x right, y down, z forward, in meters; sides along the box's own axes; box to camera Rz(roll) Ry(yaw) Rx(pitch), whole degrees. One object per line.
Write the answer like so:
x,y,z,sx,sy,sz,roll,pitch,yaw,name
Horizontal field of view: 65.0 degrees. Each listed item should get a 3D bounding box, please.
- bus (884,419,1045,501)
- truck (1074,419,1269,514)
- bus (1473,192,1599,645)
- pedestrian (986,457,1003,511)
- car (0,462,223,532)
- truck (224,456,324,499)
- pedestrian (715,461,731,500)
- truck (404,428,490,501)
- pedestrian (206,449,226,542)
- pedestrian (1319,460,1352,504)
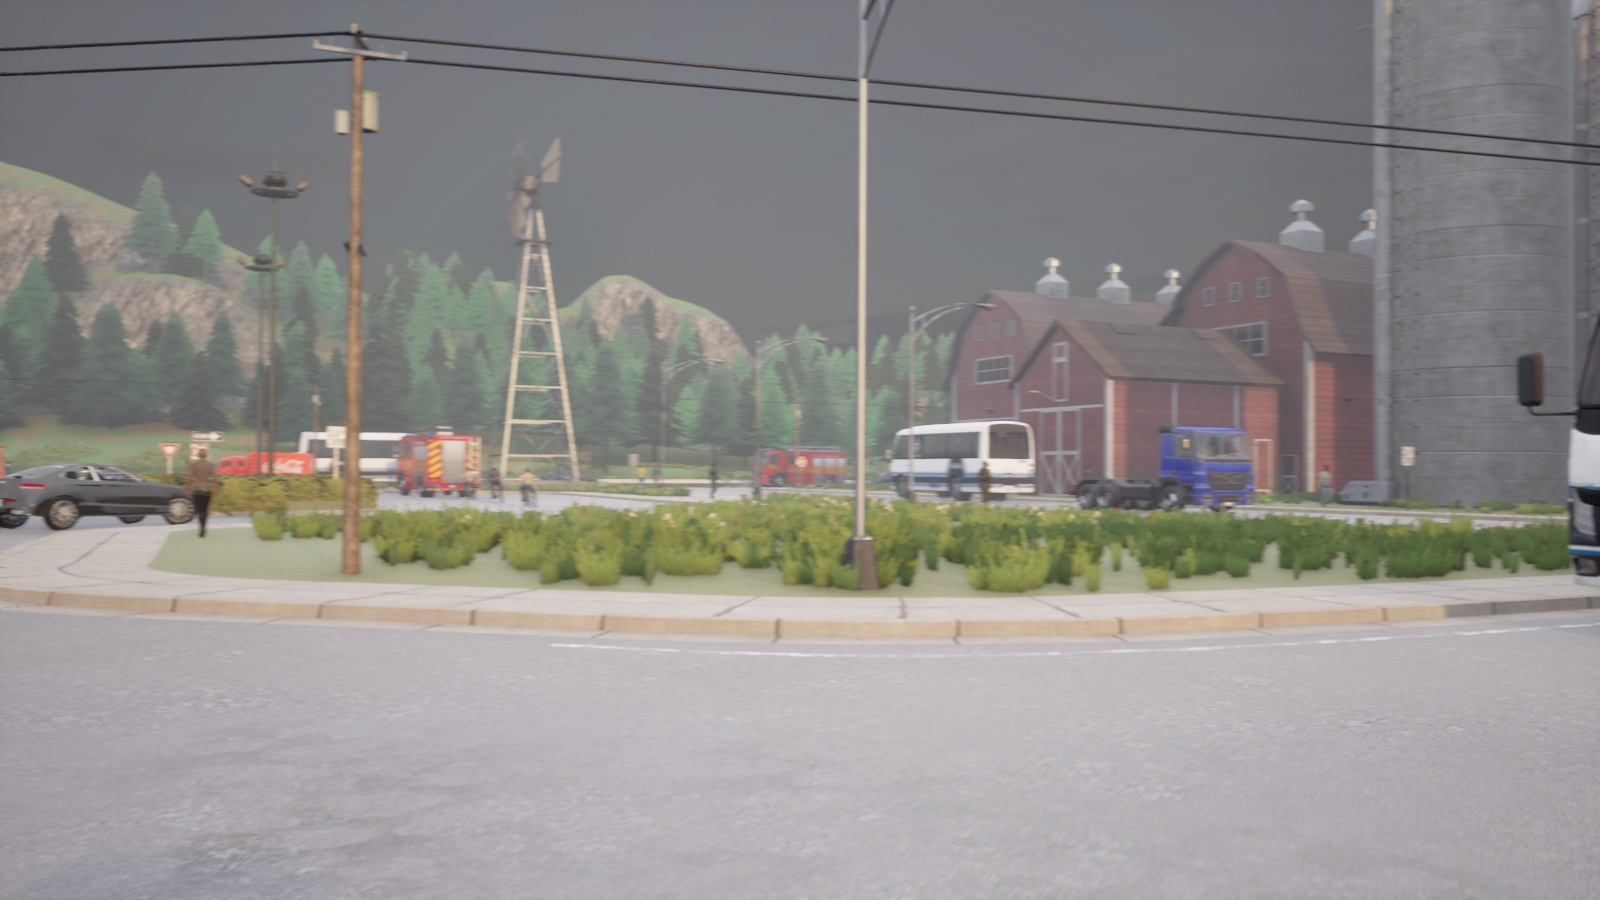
8.970,0.618,70.337,3.944,4.253,10.273,0,-1,-25,bus
14.653,0.670,50.270,2.891,3.462,7.936,0,-1,-25,truck
12.482,-0.348,13.217,10.273,4.253,3.944,-1,-1,-24,bus
7.092,1.237,45.770,0.395,1.930,0.692,0,-1,-10,pedestrian
-17.726,1.151,32.295,2.152,1.651,5.027,-1,-1,26,car
-31.395,1.629,75.118,5.204,2.467,2.627,1,-1,-16,truck
-3.838,1.532,62.589,0.666,1.930,0.402,-1,-1,43,pedestrian
-19.923,0.854,70.478,2.891,3.827,8.468,0,-1,-28,truck
-11.791,0.906,25.345,0.331,1.846,0.634,0,-1,-27,pedestrian
22.969,1.357,53.874,0.874,1.855,0.900,0,-1,-23,pedestrian
